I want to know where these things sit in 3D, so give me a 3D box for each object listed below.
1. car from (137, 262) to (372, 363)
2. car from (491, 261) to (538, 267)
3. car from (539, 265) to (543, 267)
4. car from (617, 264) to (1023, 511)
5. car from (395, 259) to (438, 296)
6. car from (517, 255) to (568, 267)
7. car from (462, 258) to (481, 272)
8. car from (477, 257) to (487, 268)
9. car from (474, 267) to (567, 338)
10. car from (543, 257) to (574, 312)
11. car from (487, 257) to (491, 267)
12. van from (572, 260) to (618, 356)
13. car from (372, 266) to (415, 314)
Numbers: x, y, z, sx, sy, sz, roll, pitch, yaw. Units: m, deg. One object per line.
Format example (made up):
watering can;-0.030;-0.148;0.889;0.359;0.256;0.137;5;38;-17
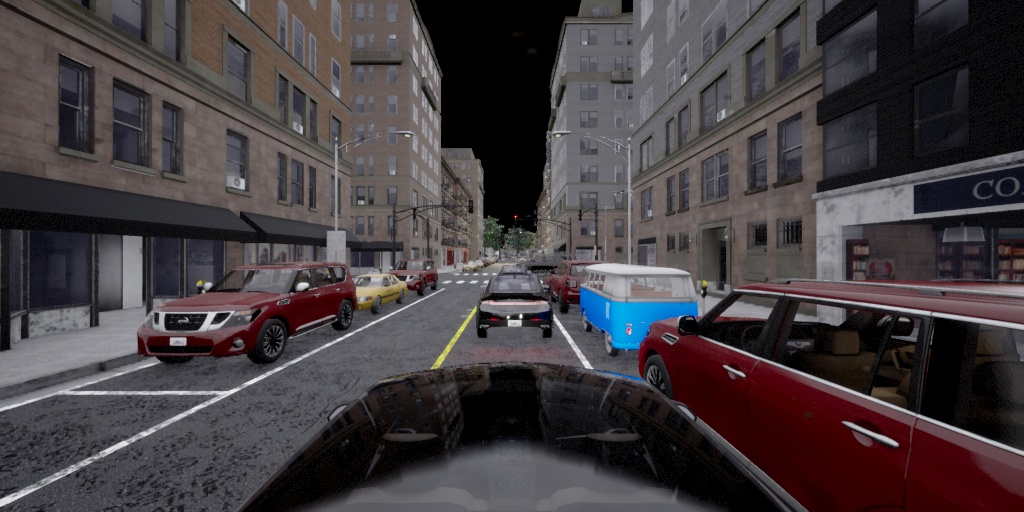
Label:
car;-5.397;1.065;8.310;2.192;1.841;5.009;0;0;0
car;0.074;1.241;20.229;2.128;1.511;4.902;0;0;-1
car;2.643;1.331;19.663;1.802;1.307;4.207;0;0;0
car;2.638;1.065;2.626;2.192;1.841;5.009;0;0;0
car;-5.396;1.064;19.666;2.192;1.841;5.009;0;0;0
car;2.953;0.953;34.801;5.566;2.045;2.150;0;0;0
car;-5.403;1.273;46.504;1.751;1.417;4.829;0;0;0
car;-5.395;1.274;57.467;1.751;1.417;4.829;0;0;0
car;0.075;1.242;10.178;2.128;1.511;4.902;0;0;0
car;2.641;1.064;13.984;2.192;1.841;5.009;0;0;0
car;-5.392;1.063;63.119;2.192;1.841;5.009;0;0;0
van;2.639;1.091;8.305;1.690;1.789;3.998;0;0;0
car;-5.397;1.275;13.817;1.751;1.417;4.829;0;0;0
